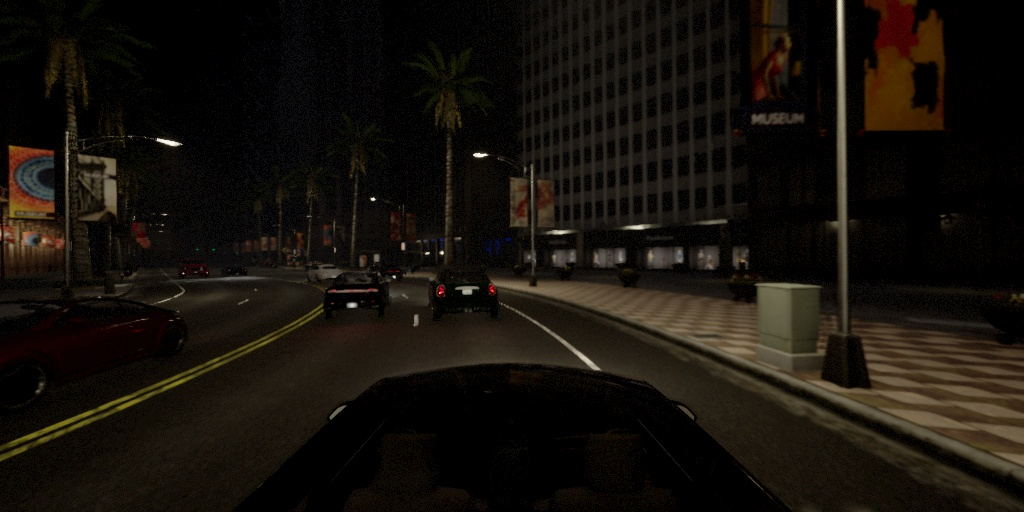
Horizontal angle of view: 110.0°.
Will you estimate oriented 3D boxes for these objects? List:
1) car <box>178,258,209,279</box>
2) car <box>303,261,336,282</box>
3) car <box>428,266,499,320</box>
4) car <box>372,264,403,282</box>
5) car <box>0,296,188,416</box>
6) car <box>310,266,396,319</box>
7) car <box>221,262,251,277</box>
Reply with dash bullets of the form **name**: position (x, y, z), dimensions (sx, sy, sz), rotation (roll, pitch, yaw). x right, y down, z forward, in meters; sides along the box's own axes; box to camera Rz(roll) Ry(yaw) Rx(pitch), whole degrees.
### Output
- **car**: position (-33.205, 1.269, 37.372), dimensions (5.566, 2.045, 2.150), rotation (-1, 0, 45)
- **car**: position (-15.501, 1.419, 29.657), dimensions (1.812, 1.442, 4.674), rotation (0, 0, -42)
- **car**: position (-1.910, 1.123, 13.015), dimensions (2.097, 1.767, 4.553), rotation (-1, 0, -15)
- **car**: position (-10.536, 1.356, 29.213), dimensions (1.837, 1.490, 4.892), rotation (0, 0, -40)
- **car**: position (-7.616, 1.380, 5.791), dimensions (1.994, 1.385, 4.181), rotation (0, 0, -9)
- **car**: position (-5.581, 1.294, 13.275), dimensions (2.128, 1.511, 4.902), rotation (0, 0, -17)
- **car**: position (-31.308, 1.633, 40.429), dimensions (4.718, 1.301, 1.895), rotation (-1, 0, 45)
